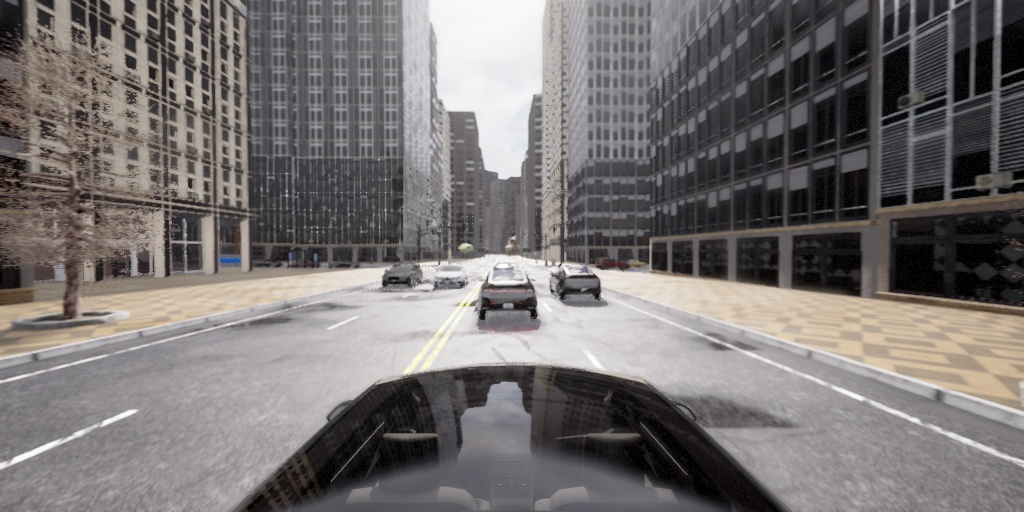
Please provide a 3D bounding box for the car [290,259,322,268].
[{"bbox_3d":[-29.853,1.142,51.917,4.207,1.307,1.802,0,0,-1],"label":"car"}]

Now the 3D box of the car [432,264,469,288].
[{"bbox_3d":[-3.920,1.254,23.614,1.812,1.442,4.674,0,0,-2],"label":"car"}]

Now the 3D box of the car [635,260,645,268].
[{"bbox_3d":[20.113,1.260,61.058,4.829,1.417,1.751,0,0,-1],"label":"car"}]

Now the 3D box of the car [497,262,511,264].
[{"bbox_3d":[-0.684,1.255,30.754,2.033,1.411,5.357,0,0,-2],"label":"car"}]

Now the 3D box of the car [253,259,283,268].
[{"bbox_3d":[-35.537,1.087,51.919,4.313,1.339,1.948,0,0,-1],"label":"car"}]

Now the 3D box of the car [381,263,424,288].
[{"bbox_3d":[-7.181,1.243,23.968,1.837,1.490,4.892,0,0,-2],"label":"car"}]

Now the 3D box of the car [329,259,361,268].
[{"bbox_3d":[-24.168,1.163,51.956,4.313,1.339,1.948,0,0,-1],"label":"car"}]

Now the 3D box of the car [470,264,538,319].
[{"bbox_3d":[-0.164,1.228,12.800,2.128,1.511,4.902,0,0,-1],"label":"car"}]

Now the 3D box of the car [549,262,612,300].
[{"bbox_3d":[2.958,1.213,17.481,2.128,1.511,4.902,0,0,-2],"label":"car"}]

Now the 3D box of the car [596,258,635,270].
[{"bbox_3d":[14.756,1.160,52.607,5.009,1.841,2.192,0,0,-1],"label":"car"}]
